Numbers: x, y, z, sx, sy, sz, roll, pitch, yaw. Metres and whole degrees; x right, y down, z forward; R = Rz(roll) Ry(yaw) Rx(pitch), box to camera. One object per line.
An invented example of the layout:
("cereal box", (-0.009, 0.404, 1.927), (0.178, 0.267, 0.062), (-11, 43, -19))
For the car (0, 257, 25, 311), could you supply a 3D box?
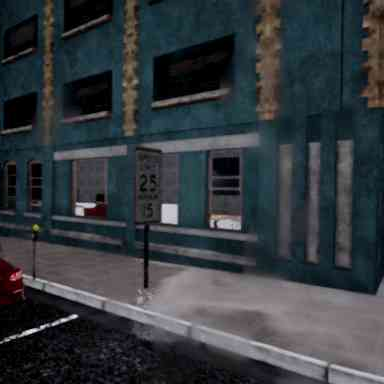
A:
("car", (-4.781, 1.526, 6.276), (4.206, 1.307, 1.802), (1, 1, 36))
